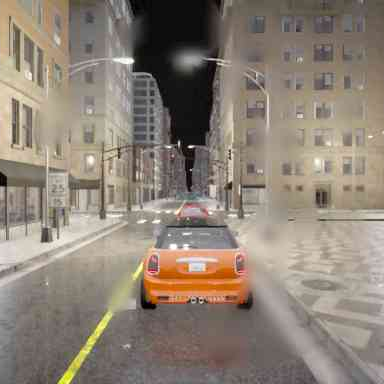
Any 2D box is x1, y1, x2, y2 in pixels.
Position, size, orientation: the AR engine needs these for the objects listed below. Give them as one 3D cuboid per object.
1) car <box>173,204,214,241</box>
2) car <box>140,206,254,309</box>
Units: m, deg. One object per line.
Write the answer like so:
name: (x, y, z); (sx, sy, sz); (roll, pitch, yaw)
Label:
car: (0.070, 1.477, 17.618); (1.882, 1.535, 5.008); (0, 0, 0)
car: (0.083, 1.352, 8.018); (2.097, 1.767, 4.553); (0, 0, 0)
